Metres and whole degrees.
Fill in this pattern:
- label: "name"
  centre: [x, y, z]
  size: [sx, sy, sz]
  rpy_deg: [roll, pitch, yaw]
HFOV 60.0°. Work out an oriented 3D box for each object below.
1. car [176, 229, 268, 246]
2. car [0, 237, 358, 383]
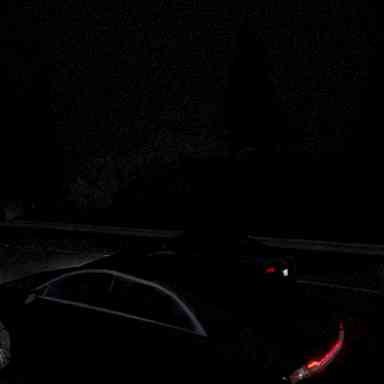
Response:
- label: "car"
  centre: [0.166, 1.565, 7.642]
  size: [4.181, 1.385, 1.994]
  rpy_deg: [0, 0, 33]
- label: "car"
  centre: [-0.701, 1.496, 4.092]
  size: [4.902, 1.511, 2.128]
  rpy_deg: [0, 0, 34]
